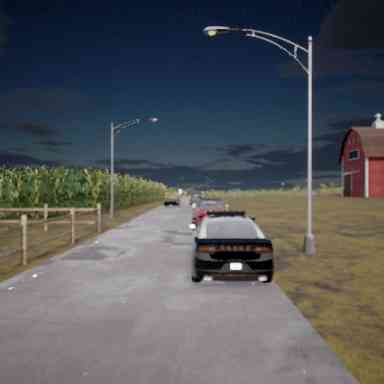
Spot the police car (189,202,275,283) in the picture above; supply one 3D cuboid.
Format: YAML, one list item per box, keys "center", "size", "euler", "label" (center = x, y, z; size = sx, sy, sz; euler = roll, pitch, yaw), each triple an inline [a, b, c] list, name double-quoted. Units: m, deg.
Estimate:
- center: [0.947, 1.314, 9.495]
  size: [1.930, 1.638, 5.238]
  euler: [0, 1, 1]
  label: "police car"

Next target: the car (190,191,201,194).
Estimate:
- center: [0.616, 1.030, 46.821]
  size: [2.128, 1.511, 4.902]
  euler: [0, 0, 1]
  label: "car"

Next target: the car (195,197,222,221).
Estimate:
- center: [1.153, 1.219, 25.388]
  size: [1.837, 1.490, 4.892]
  euler: [0, 1, 1]
  label: "car"

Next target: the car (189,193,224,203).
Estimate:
- center: [1.074, 1.131, 19.355]
  size: [2.097, 1.767, 4.553]
  euler: [0, 1, 1]
  label: "car"

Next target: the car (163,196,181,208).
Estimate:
- center: [-2.336, 1.178, 39.567]
  size: [1.895, 1.301, 4.718]
  euler: [0, 0, 1]
  label: "car"
